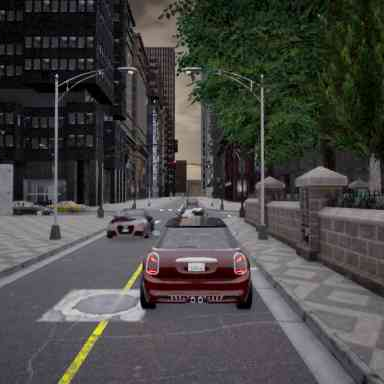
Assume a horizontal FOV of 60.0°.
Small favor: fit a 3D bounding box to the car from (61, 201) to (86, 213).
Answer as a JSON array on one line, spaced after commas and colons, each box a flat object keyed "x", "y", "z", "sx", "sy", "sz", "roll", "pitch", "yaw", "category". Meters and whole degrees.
[{"x": -14.882, "y": 1.676, "z": 38.612, "sx": 4.829, "sy": 1.417, "sz": 1.752, "roll": 0, "pitch": -1, "yaw": 0, "category": "car"}]

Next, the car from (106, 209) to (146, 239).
[{"x": -3.049, "y": 1.579, "z": 17.229, "sx": 1.994, "sy": 1.385, "sz": 4.181, "roll": 0, "pitch": 0, "yaw": 0, "category": "car"}]

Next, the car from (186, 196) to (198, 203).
[{"x": 0.011, "y": 1.598, "z": 56.713, "sx": 2.128, "sy": 1.511, "sz": 4.902, "roll": 0, "pitch": 0, "yaw": -1, "category": "car"}]

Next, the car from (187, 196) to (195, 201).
[{"x": -0.267, "y": 1.792, "z": 90.916, "sx": 2.033, "sy": 1.411, "sz": 5.357, "roll": 0, "pitch": 0, "yaw": 0, "category": "car"}]

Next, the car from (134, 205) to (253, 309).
[{"x": 0.075, "y": 1.357, "z": 8.046, "sx": 2.097, "sy": 1.767, "sz": 4.553, "roll": 0, "pitch": 0, "yaw": 0, "category": "car"}]

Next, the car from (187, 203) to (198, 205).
[{"x": 0.045, "y": 1.542, "z": 18.172, "sx": 1.812, "sy": 1.442, "sz": 4.674, "roll": 0, "pitch": 0, "yaw": 0, "category": "car"}]

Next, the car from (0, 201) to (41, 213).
[{"x": -20.225, "y": 1.709, "z": 38.625, "sx": 4.403, "sy": 1.369, "sz": 2.008, "roll": 0, "pitch": -1, "yaw": 0, "category": "car"}]

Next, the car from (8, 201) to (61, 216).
[{"x": -14.725, "y": 1.518, "z": 30.088, "sx": 4.403, "sy": 1.369, "sz": 2.008, "roll": 0, "pitch": -1, "yaw": 0, "category": "car"}]
